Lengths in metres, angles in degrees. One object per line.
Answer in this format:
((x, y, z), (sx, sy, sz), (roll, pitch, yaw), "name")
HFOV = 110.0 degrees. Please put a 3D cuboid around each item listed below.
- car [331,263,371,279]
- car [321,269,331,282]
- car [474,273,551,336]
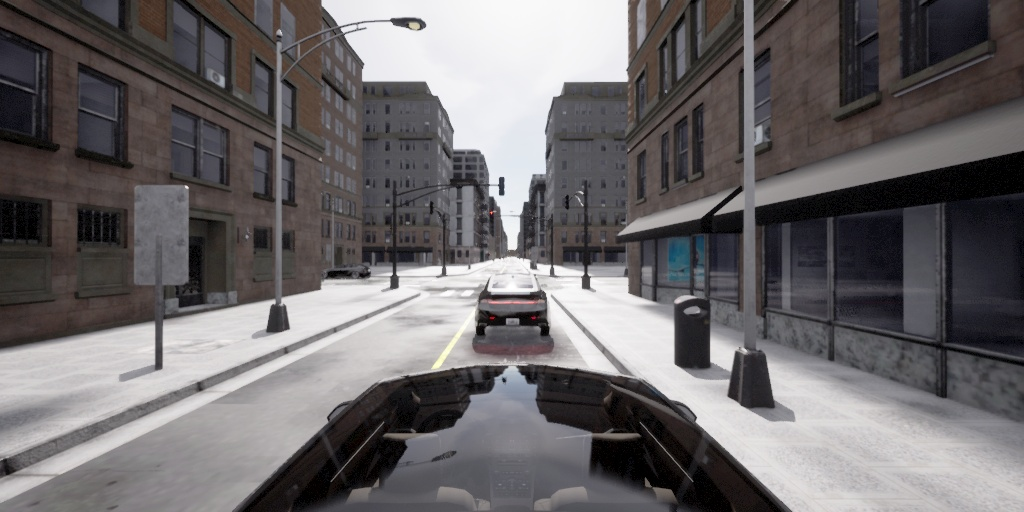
((-14.675, 1.313, 31.579), (4.313, 1.339, 1.948), (0, 0, 0), "car")
((-14.705, 1.277, 23.553), (4.313, 1.339, 1.948), (0, 0, 0), "car")
((0.025, 1.237, 10.362), (2.128, 1.511, 4.902), (0, 0, 0), "car")
